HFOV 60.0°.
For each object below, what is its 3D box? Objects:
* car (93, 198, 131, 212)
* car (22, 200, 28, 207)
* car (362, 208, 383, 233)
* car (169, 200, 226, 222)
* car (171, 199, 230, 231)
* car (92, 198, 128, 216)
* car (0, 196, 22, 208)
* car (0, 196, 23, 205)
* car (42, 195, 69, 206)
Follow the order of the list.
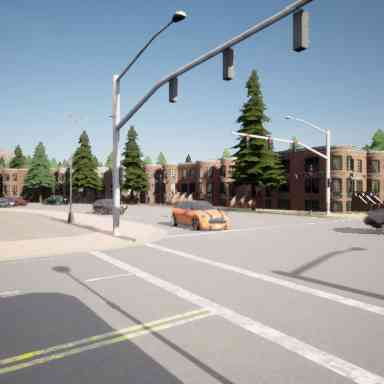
[{"bbox_3d":[-9.574,1.490,39.719,4.902,1.511,2.128,0,0,44],"label":"car"},{"bbox_3d":[-27.491,1.479,50.757,5.008,1.535,1.882,0,0,17],"label":"car"},{"bbox_3d":[11.839,1.491,17.753,4.902,1.511,2.128,0,0,17],"label":"car"},{"bbox_3d":[0.351,1.491,27.345,2.128,1.511,4.902,0,0,-37],"label":"car"},{"bbox_3d":[0.438,1.351,20.631,2.097,1.767,4.553,0,0,-28],"label":"car"},{"bbox_3d":[-8.417,1.504,33.183,1.837,1.490,4.892,0,0,-39],"label":"car"},{"bbox_3d":[-27.079,1.493,46.857,4.902,1.511,2.128,0,0,20],"label":"car"},{"bbox_3d":[-32.922,1.492,58.961,4.902,1.511,2.128,0,0,9],"label":"car"},{"bbox_3d":[-23.239,1.352,56.492,4.553,1.767,2.097,0,0,21],"label":"car"}]
